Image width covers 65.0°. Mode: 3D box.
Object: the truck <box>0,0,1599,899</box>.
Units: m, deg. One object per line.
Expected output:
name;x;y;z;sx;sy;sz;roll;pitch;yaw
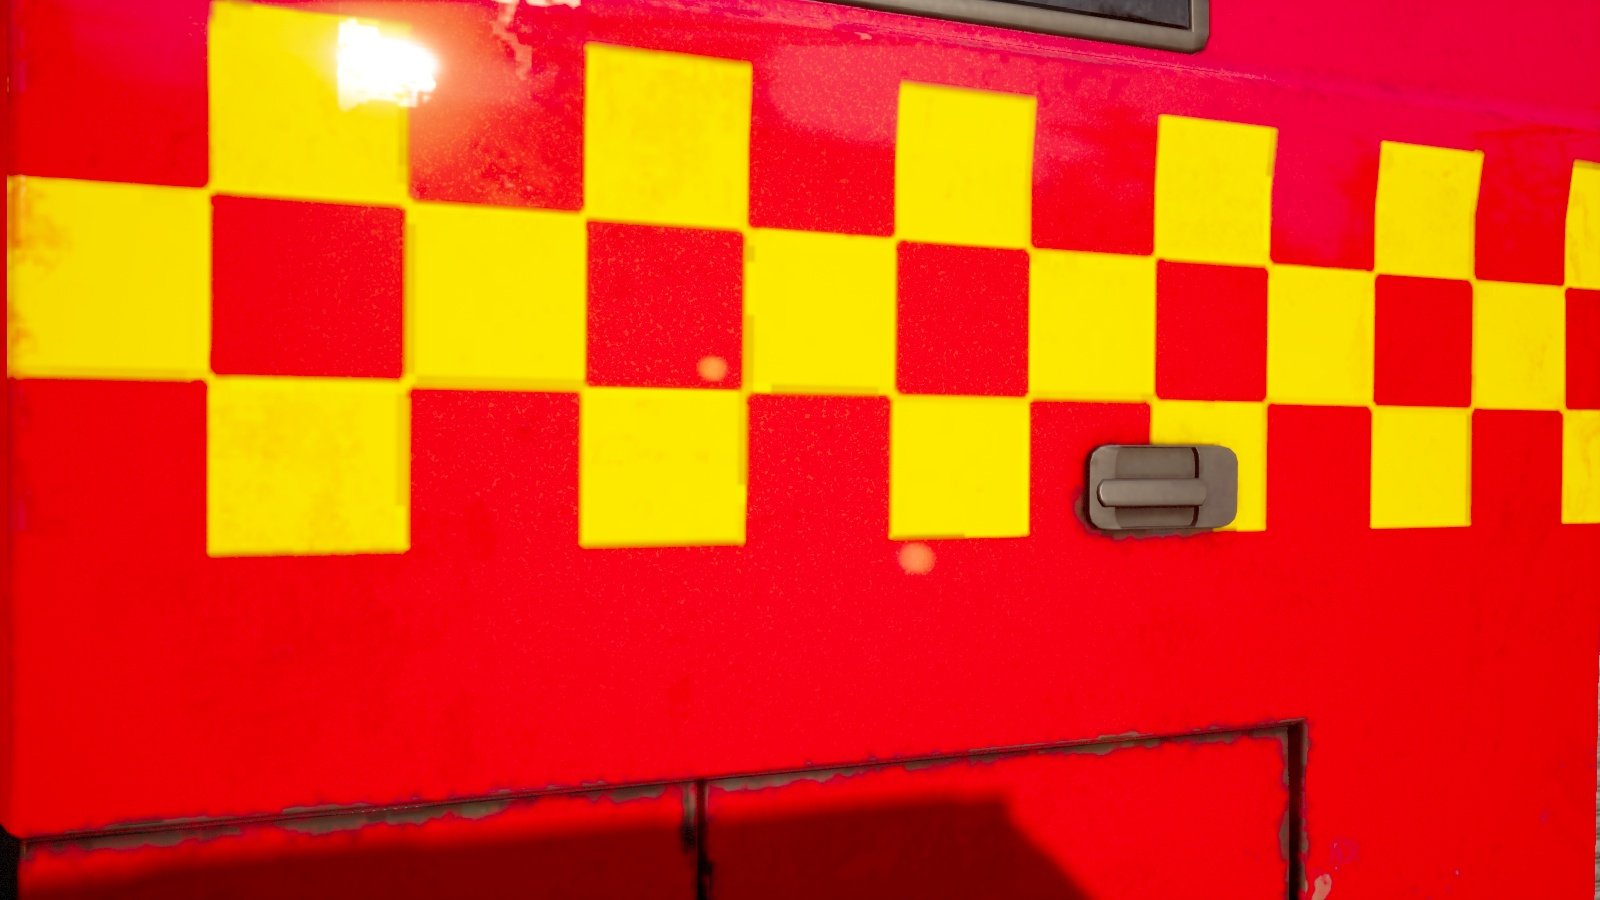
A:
truck;0.048;-0.420;3.242;8.468;3.827;2.891;-1;1;-21
